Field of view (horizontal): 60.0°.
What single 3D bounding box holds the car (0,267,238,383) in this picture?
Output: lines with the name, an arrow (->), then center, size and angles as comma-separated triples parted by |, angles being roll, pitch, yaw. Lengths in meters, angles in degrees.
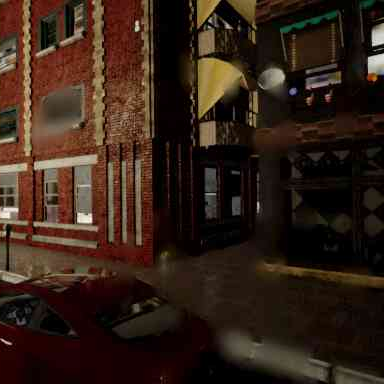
car -> -1.501, 1.583, 3.923 | 4.206, 1.307, 1.802 | 0, -1, 36
